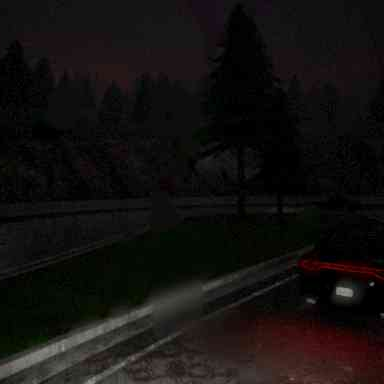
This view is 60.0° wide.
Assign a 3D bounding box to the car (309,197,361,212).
[{"bbox_3d":[14.717,1.242,34.473,1.882,1.535,5.008,1,-1,-45],"label":"car"}]

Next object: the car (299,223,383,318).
[{"bbox_3d":[3.997,1.418,7.205,1.882,1.535,5.008,-1,0,40],"label":"car"}]
